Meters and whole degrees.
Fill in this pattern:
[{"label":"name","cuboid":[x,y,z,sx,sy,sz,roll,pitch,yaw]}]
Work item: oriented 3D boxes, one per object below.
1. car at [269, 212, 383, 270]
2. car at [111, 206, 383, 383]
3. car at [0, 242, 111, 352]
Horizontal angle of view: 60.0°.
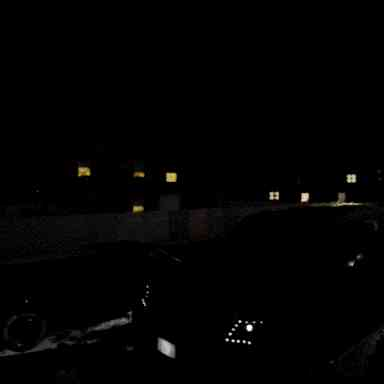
[{"label":"car","cuboid":[5.251,1.614,12.477,4.902,1.511,2.128,0,-1,-41]},{"label":"car","cuboid":[1.789,1.283,5.333,5.566,2.045,2.150,0,-1,-42]},{"label":"car","cuboid":[-1.800,1.717,6.539,4.718,1.301,1.895,0,-1,-39]}]
